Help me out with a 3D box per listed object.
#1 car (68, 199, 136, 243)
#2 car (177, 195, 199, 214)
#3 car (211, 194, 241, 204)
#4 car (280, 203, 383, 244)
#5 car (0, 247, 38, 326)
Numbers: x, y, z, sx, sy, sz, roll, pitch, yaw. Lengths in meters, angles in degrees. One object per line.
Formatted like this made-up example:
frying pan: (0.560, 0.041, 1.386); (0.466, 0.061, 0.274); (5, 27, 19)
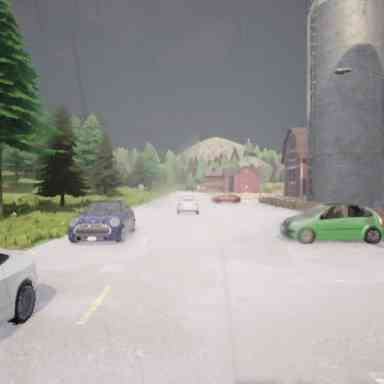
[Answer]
car: (-3.822, 1.150, 14.819); (2.097, 1.767, 4.553); (0, 1, -1)
car: (-0.352, 1.127, 29.445); (1.812, 1.442, 4.674); (0, 1, -1)
car: (4.834, 0.917, 47.088); (4.181, 1.381, 1.994); (0, 1, -1)
car: (5.825, 1.294, 14.092); (3.988, 1.617, 1.851); (0, 1, -1)
car: (-3.655, 1.465, 4.258); (1.812, 1.442, 4.674); (0, 1, -1)
